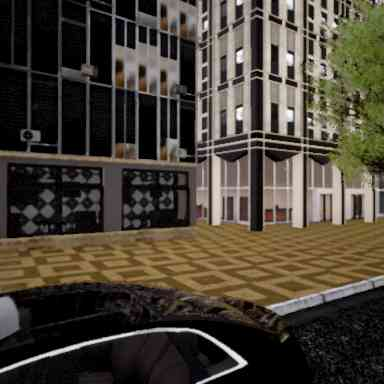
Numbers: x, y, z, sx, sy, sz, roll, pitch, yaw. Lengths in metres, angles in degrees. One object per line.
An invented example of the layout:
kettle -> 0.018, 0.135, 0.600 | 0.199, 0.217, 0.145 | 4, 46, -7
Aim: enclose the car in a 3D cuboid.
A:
car -> -1.259, 1.515, 2.129 | 4.892, 1.490, 1.837 | 1, -1, -34
